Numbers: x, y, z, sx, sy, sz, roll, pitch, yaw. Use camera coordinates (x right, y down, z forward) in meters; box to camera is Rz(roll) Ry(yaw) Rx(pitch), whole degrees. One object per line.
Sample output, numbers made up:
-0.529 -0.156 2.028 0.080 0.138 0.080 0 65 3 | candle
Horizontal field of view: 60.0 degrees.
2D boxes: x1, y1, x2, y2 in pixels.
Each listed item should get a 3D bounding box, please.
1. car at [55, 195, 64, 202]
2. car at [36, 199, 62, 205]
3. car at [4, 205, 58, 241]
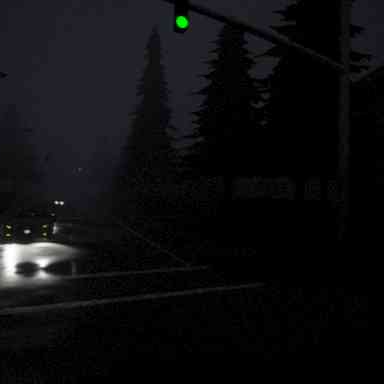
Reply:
-29.090 1.418 72.946 2.128 1.511 4.902 1 0 -21 | car
-11.694 1.547 26.456 2.033 1.411 5.357 1 0 -20 | car
-8.056 1.586 16.739 1.994 1.385 4.181 1 0 -21 | car
